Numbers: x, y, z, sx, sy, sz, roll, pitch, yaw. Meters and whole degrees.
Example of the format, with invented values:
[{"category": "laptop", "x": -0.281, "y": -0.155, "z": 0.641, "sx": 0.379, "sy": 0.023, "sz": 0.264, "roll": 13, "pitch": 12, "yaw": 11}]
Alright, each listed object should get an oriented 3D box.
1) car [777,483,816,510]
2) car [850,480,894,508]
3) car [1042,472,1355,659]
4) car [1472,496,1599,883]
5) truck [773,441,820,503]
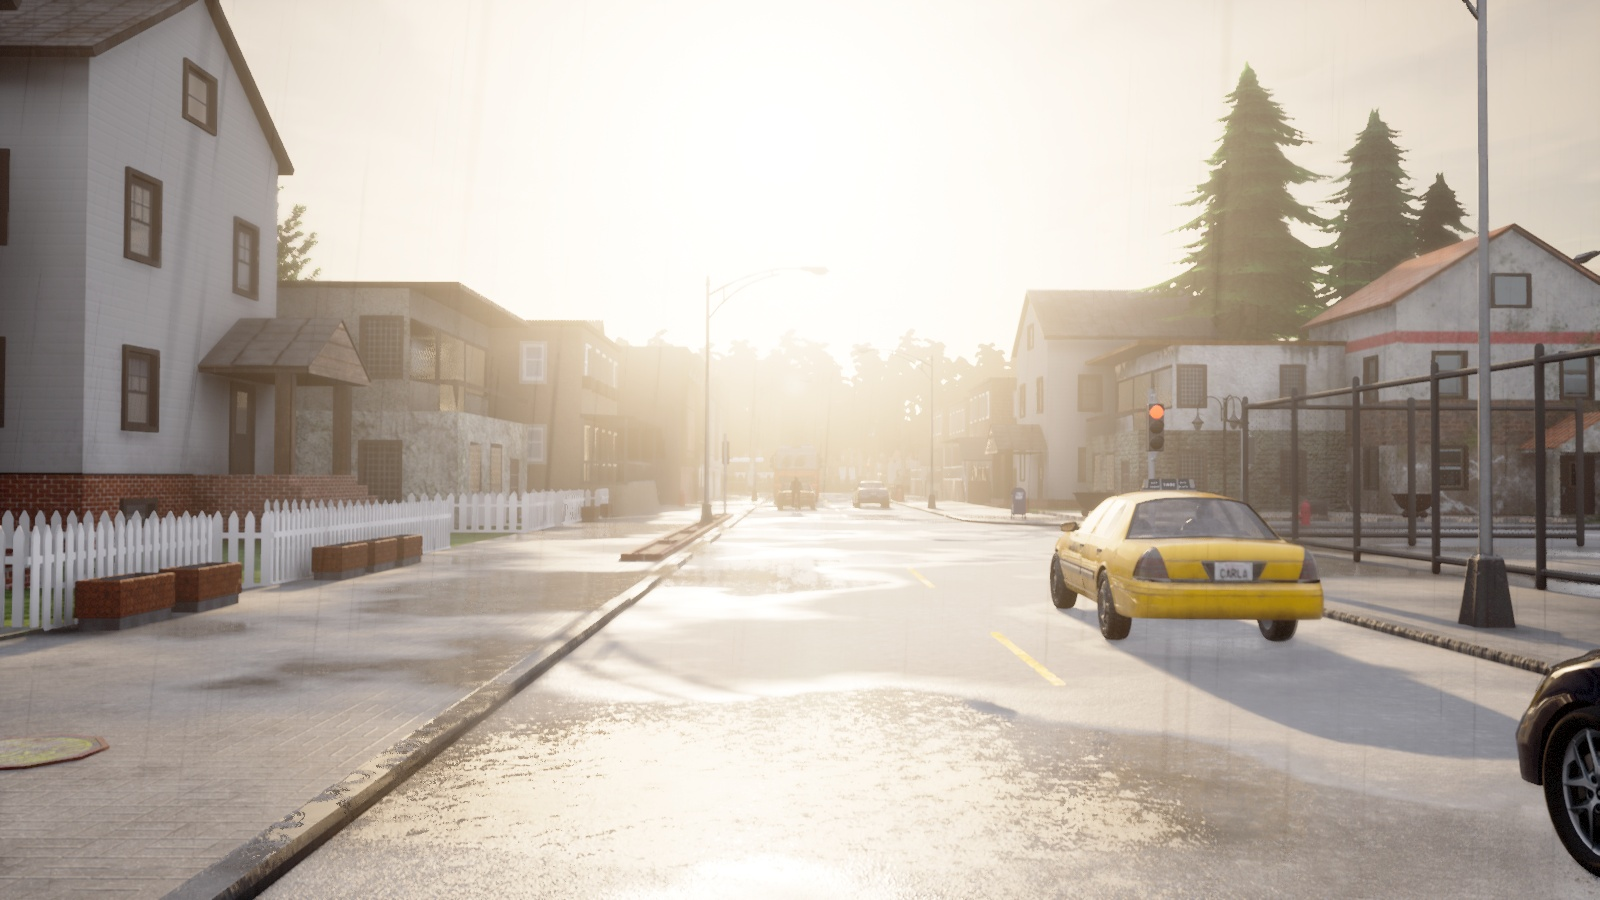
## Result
[{"category": "car", "x": -0.163, "y": 2.317, "z": 63.334, "sx": 1.895, "sy": 1.301, "sz": 4.718, "roll": 0, "pitch": -1, "yaw": 0}, {"category": "car", "x": 3.825, "y": 2.344, "z": 67.737, "sx": 2.033, "sy": 1.411, "sz": 5.357, "roll": 0, "pitch": -1, "yaw": 0}, {"category": "car", "x": 3.900, "y": 1.040, "z": 13.361, "sx": 1.801, "sy": 1.575, "sz": 5.366, "roll": 0, "pitch": -1, "yaw": 2}, {"category": "car", "x": 3.959, "y": 0.901, "z": 3.651, "sx": 1.816, "sy": 1.474, "sz": 4.193, "roll": 0, "pitch": -1, "yaw": 1}, {"category": "truck", "x": -0.217, "y": 1.469, "z": 82.303, "sx": 2.891, "sy": 3.827, "sz": 8.468, "roll": 0, "pitch": -1, "yaw": 0}]
